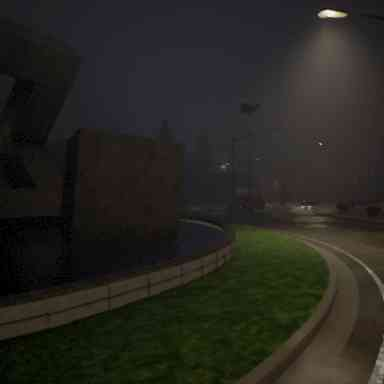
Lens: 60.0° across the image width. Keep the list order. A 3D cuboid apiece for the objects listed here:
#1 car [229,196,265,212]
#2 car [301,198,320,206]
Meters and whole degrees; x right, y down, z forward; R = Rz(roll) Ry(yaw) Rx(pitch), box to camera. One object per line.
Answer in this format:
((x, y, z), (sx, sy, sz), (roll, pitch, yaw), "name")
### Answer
((7.109, 1.478, 42.623), (5.566, 2.045, 2.150), (0, -1, -42), "car")
((21.110, 1.735, 58.905), (2.033, 1.411, 5.357), (-1, -1, 38), "car")
